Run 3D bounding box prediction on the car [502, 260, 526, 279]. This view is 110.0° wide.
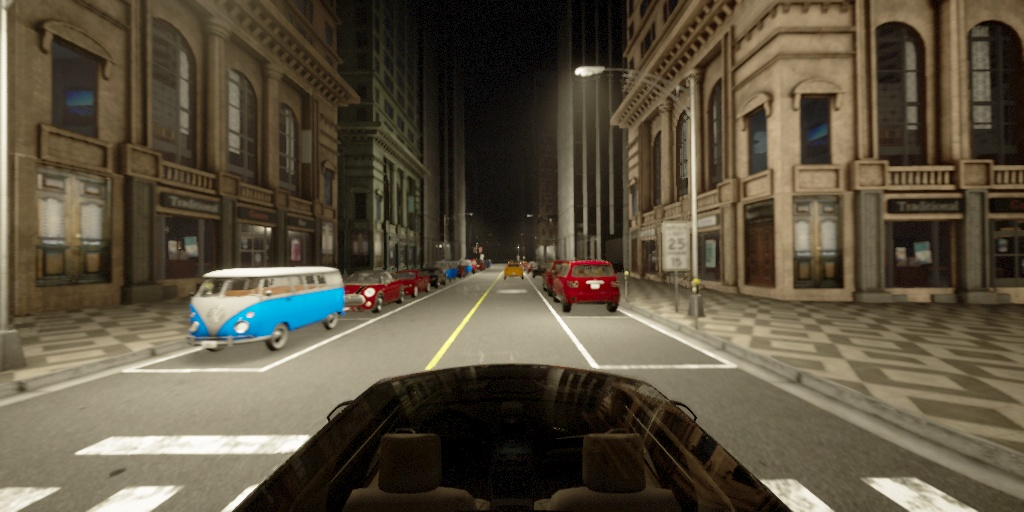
[{"bbox_3d":[0.172,1.448,36.025,1.882,1.535,5.008,0,0,0],"label":"car"}]

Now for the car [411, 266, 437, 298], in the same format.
[{"bbox_3d":[-5.724,1.449,19.795,1.888,1.381,4.507,0,0,0],"label":"car"}]

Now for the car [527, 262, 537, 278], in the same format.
[{"bbox_3d":[2.841,1.499,36.105,2.007,1.370,4.403,0,0,0],"label":"car"}]

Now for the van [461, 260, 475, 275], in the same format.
[{"bbox_3d":[-5.671,1.399,41.559,1.690,1.789,3.998,0,0,0],"label":"van"}]

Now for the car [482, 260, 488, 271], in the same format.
[{"bbox_3d":[-5.632,1.488,57.882,2.192,1.841,5.009,0,0,0],"label":"car"}]

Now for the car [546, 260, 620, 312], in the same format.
[{"bbox_3d":[2.788,1.111,14.343,2.192,1.841,5.009,0,0,0],"label":"car"}]

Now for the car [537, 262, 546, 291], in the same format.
[{"bbox_3d":[2.801,1.148,19.783,2.192,1.841,5.009,0,0,0],"label":"car"}]

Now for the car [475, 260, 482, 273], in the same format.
[{"bbox_3d":[-5.658,1.411,47.001,2.192,1.841,5.009,0,0,0],"label":"car"}]

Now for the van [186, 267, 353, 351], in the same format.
[{"bbox_3d":[-5.750,1.172,8.914,1.690,1.789,3.998,0,0,0],"label":"van"}]

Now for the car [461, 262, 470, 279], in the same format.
[{"bbox_3d":[-5.685,1.564,36.118,1.888,1.381,4.507,0,0,0],"label":"car"}]

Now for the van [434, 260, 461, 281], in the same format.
[{"bbox_3d":[-5.698,1.322,30.677,1.690,1.789,3.998,0,0,0],"label":"van"}]

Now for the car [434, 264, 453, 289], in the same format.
[{"bbox_3d":[-5.711,1.508,25.236,1.948,1.339,4.313,0,0,0],"label":"car"}]

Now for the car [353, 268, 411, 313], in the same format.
[{"bbox_3d":[-5.737,1.307,14.354,1.967,1.591,4.097,0,0,0],"label":"car"}]
